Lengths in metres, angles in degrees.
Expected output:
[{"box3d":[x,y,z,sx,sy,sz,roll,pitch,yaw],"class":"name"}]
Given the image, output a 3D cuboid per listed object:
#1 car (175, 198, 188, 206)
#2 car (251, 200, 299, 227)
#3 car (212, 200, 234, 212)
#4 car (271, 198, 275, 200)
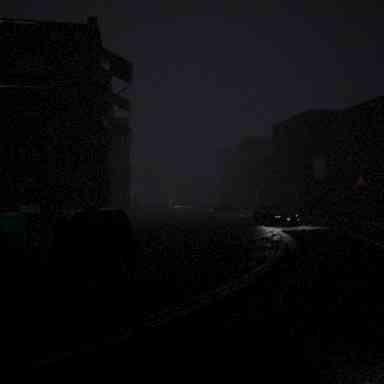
[{"box3d":[-2.025,1.847,63.684,1.812,1.442,4.674,-1,2,-10],"class":"car"},{"box3d":[5.525,1.482,22.668,1.837,1.490,4.892,-1,-2,-9],"class":"car"},{"box3d":[4.310,1.861,47.048,2.097,1.767,4.553,-1,0,-11],"class":"car"},{"box3d":[7.214,1.495,31.337,2.097,1.767,4.553,-1,-1,-10],"class":"car"}]
